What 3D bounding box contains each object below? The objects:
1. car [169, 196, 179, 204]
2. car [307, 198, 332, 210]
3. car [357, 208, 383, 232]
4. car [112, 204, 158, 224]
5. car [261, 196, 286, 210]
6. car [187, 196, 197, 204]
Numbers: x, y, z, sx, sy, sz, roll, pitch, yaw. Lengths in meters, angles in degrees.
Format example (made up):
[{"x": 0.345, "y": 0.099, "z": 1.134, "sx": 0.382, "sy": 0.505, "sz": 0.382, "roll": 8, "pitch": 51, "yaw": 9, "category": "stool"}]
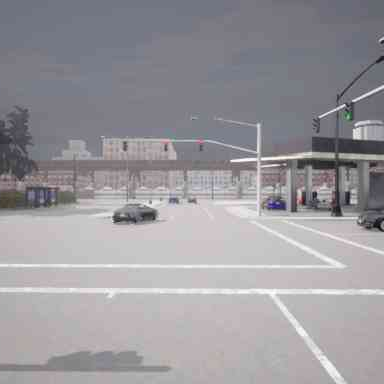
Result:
[{"x": -3.478, "y": 1.478, "z": 64.405, "sx": 1.882, "sy": 1.535, "sz": 5.008, "roll": 0, "pitch": 0, "yaw": 0, "category": "car"}, {"x": 15.469, "y": 1.456, "z": 40.486, "sx": 1.970, "sy": 1.475, "sz": 3.806, "roll": 0, "pitch": 0, "yaw": 0, "category": "car"}, {"x": 12.297, "y": 1.505, "z": 19.562, "sx": 4.892, "sy": 1.490, "sz": 1.837, "roll": 0, "pitch": 0, "yaw": -1, "category": "car"}, {"x": -4.154, "y": 1.564, "z": 24.939, "sx": 1.994, "sy": 1.385, "sz": 4.181, "roll": 0, "pitch": 0, "yaw": 21, "category": "car"}, {"x": 9.724, "y": 1.295, "z": 39.725, "sx": 2.242, "sy": 1.667, "sz": 4.611, "roll": 0, "pitch": 0, "yaw": 0, "category": "car"}, {"x": 0.022, "y": 1.547, "z": 64.404, "sx": 2.033, "sy": 1.411, "sz": 5.357, "roll": 0, "pitch": 0, "yaw": 0, "category": "car"}]
